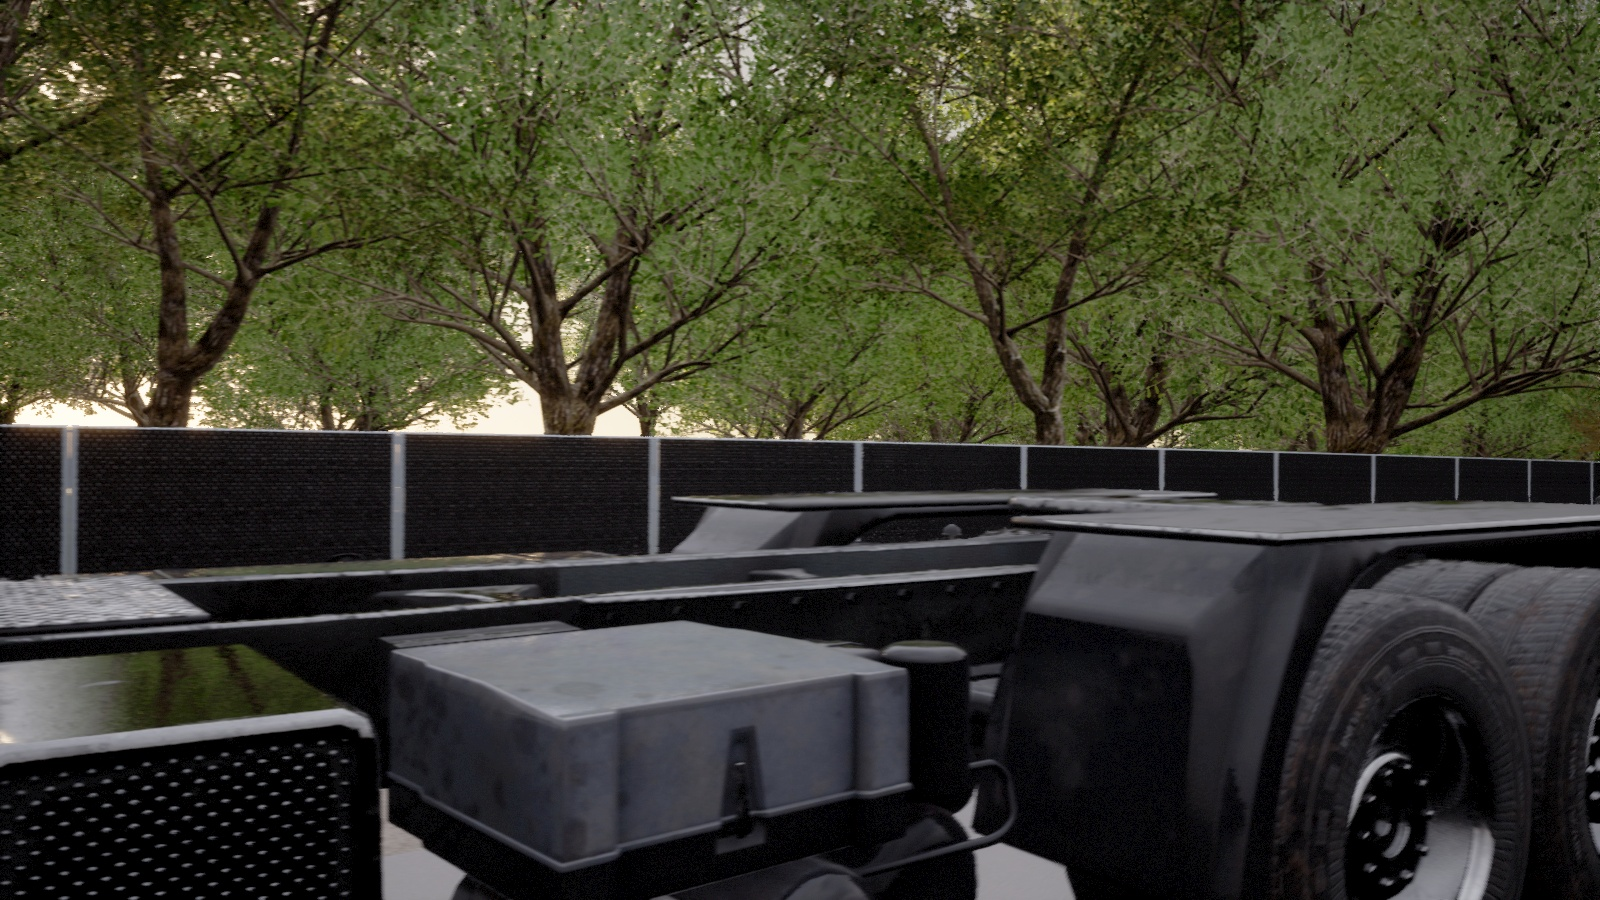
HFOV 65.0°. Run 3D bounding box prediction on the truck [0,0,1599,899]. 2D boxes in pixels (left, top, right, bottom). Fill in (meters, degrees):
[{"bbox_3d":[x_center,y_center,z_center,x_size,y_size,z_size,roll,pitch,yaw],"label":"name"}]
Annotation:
[{"bbox_3d":[-0.516,-0.227,3.299,7.936,3.462,2.891,0,0,-34],"label":"truck"}]
